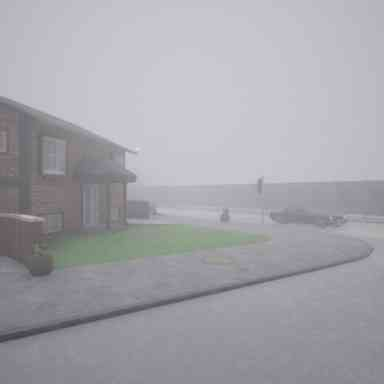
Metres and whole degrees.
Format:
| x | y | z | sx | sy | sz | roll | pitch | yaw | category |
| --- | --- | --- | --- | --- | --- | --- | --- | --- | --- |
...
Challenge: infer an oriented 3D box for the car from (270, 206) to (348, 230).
| x | y | z | sx | sy | sz | roll | pitch | yaw | category |
| --- | --- | --- | --- | --- | --- | --- | --- | --- | --- |
| 7.426 | 1.599 | 21.478 | 1.895 | 1.301 | 4.718 | 0 | 0 | -35 | car |

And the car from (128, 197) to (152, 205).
| x | y | z | sx | sy | sz | roll | pitch | yaw | category |
| --- | --- | --- | --- | --- | --- | --- | --- | --- | --- |
| -6.609 | 1.452 | 41.254 | 1.837 | 1.490 | 4.892 | 0 | 0 | -35 | car |
